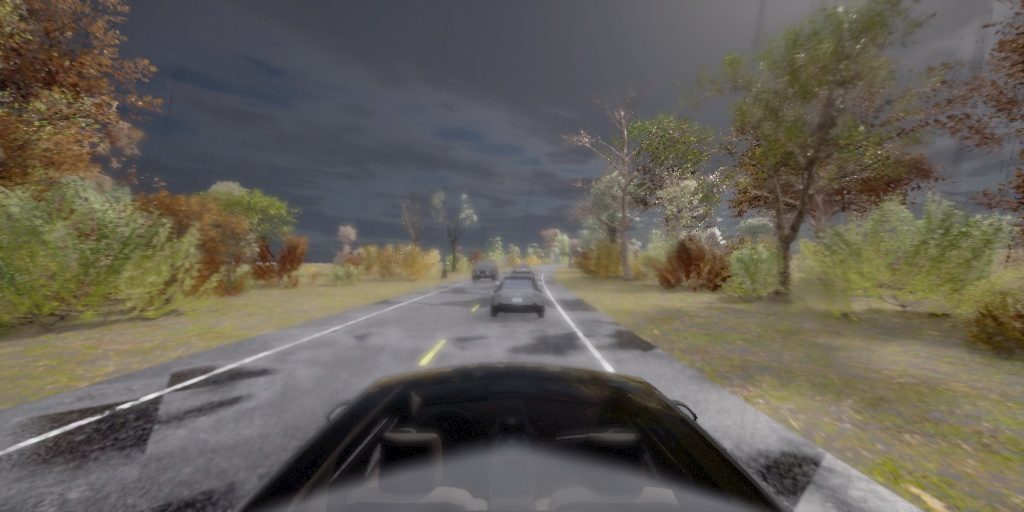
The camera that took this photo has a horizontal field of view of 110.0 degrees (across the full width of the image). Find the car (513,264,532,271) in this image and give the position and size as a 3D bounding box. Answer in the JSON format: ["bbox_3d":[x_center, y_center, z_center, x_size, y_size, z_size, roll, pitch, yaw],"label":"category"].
[{"bbox_3d":[0.908,1.606,28.915,2.128,1.511,4.902,0,-1,4],"label":"car"}]

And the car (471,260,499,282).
[{"bbox_3d":[-2.479,1.405,34.235,2.150,2.045,5.566,0,-1,2],"label":"car"}]

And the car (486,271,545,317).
[{"bbox_3d":[0.262,1.483,14.120,1.994,1.385,4.181,0,-1,2],"label":"car"}]
